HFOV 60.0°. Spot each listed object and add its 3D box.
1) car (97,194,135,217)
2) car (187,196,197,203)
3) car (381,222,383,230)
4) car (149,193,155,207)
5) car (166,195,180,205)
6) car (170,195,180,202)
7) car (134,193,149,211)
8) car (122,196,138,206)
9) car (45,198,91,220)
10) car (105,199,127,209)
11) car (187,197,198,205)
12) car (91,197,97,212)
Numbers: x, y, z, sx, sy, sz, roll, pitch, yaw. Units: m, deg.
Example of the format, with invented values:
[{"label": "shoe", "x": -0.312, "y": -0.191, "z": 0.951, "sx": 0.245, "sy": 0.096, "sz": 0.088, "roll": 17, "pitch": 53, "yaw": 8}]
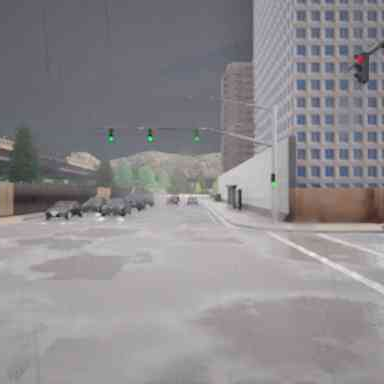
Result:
[{"label": "car", "x": -7.092, "y": 1.355, "z": 31.595, "sx": 2.097, "sy": 1.767, "sz": 4.553, "roll": 0, "pitch": 0, "yaw": 0}, {"label": "car", "x": -0.008, "y": 1.616, "z": 69.661, "sx": 1.895, "sy": 1.301, "sz": 4.718, "roll": 0, "pitch": 0, "yaw": 0}, {"label": "car", "x": 11.852, "y": 1.644, "z": 15.997, "sx": 4.718, "sy": 1.301, "sz": 1.895, "roll": 0, "pitch": 0, "yaw": 0}, {"label": "car", "x": -7.071, "y": 1.235, "z": 51.761, "sx": 2.150, "sy": 2.045, "sz": 5.566, "roll": 0, "pitch": 0, "yaw": 0}, {"label": "car", "x": -3.507, "y": 1.617, "z": 59.089, "sx": 1.895, "sy": 1.301, "sz": 4.718, "roll": 0, "pitch": 0, "yaw": 0}, {"label": "car", "x": -3.509, "y": 1.327, "z": 69.281, "sx": 1.882, "sy": 1.535, "sz": 5.008, "roll": 0, "pitch": 0, "yaw": 0}, {"label": "car", "x": -7.089, "y": 1.230, "z": 41.032, "sx": 2.150, "sy": 2.045, "sz": 5.566, "roll": 0, "pitch": 0, "yaw": 0}, {"label": "car", "x": -10.566, "y": 1.496, "z": 56.957, "sx": 1.882, "sy": 1.535, "sz": 5.008, "roll": 0, "pitch": 0, "yaw": 0}, {"label": "car", "x": -10.606, "y": 1.494, "z": 28.047, "sx": 2.128, "sy": 1.511, "sz": 4.902, "roll": 0, "pitch": 0, "yaw": 1}, {"label": "car", "x": -10.593, "y": 1.613, "z": 46.738, "sx": 1.895, "sy": 1.301, "sz": 4.718, "roll": 0, "pitch": 0, "yaw": 0}, {"label": "car", "x": 0.088, "y": 1.616, "z": 59.419, "sx": 1.895, "sy": 1.301, "sz": 4.718, "roll": 0, "pitch": 0, "yaw": 0}, {"label": "car", "x": -10.596, "y": 1.359, "z": 36.944, "sx": 2.097, "sy": 1.767, "sz": 4.553, "roll": 0, "pitch": 0, "yaw": 0}]
